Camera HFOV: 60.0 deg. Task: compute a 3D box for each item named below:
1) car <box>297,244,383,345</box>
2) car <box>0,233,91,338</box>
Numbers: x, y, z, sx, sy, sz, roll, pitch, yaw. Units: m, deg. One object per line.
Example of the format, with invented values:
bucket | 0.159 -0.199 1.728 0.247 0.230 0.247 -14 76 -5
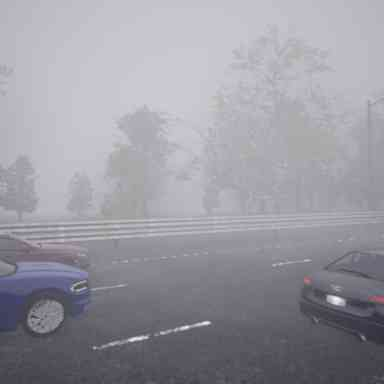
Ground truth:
car | 3.967 1.675 6.166 4.181 1.385 1.994 1 -2 -30
car | -4.252 1.629 5.427 5.008 1.535 1.882 1 -2 -31
